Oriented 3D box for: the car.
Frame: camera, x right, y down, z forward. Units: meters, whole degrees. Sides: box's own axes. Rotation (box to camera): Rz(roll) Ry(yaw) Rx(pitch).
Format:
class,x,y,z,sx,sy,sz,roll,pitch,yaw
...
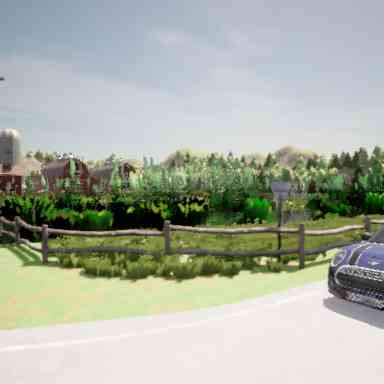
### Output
class,x,y,z,sx,sy,sz,roll,pitch,yaw
car,4.999,1.349,7.226,4.553,1.767,2.097,0,0,-35
